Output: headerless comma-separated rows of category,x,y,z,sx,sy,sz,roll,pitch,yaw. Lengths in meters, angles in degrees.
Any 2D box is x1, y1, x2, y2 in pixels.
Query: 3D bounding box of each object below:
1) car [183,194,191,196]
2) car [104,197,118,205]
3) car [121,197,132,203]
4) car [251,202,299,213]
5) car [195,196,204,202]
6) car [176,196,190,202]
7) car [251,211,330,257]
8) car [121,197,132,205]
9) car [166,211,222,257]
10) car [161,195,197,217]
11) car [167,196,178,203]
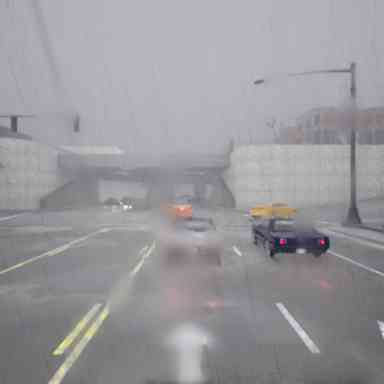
car,-1.278,1.513,80.565,2.150,2.045,5.566,0,0,6
car,-15.043,1.750,62.298,1.812,1.442,4.674,0,0,-1
car,-15.354,1.804,77.970,1.812,1.442,4.674,0,0,-1
car,7.409,1.606,29.449,5.008,1.535,1.882,0,-2,-36
car,1.419,1.861,90.631,2.033,1.411,5.357,0,0,28
car,-2.443,1.779,90.518,1.882,1.535,5.008,0,0,24
car,3.576,1.648,13.067,1.895,1.301,4.718,0,0,0
car,-11.543,1.715,61.974,2.128,1.511,4.902,0,0,-1
car,0.076,1.648,13.056,1.895,1.301,4.718,0,0,0
car,-1.471,1.463,30.488,2.097,1.767,4.553,0,0,-17
car,-4.788,1.761,80.447,1.882,1.535,5.008,0,0,6
